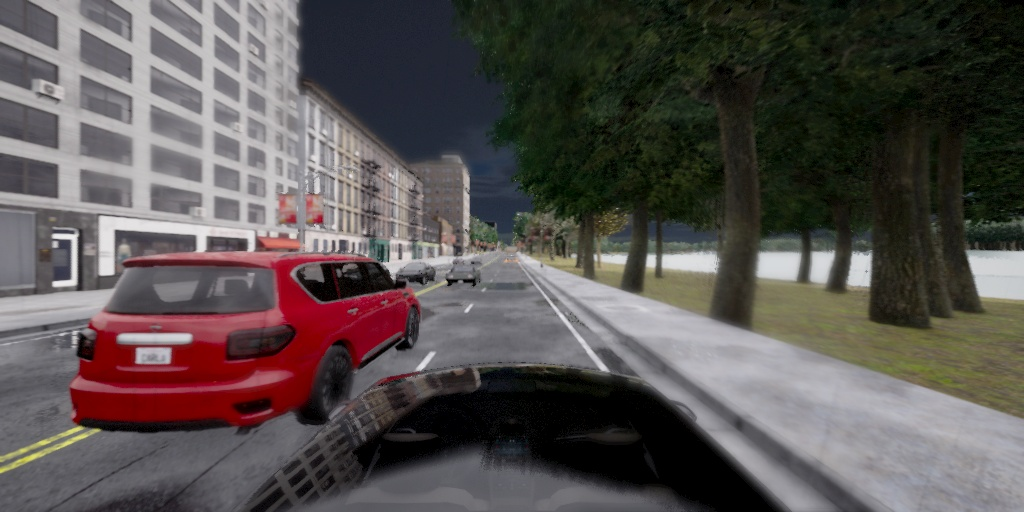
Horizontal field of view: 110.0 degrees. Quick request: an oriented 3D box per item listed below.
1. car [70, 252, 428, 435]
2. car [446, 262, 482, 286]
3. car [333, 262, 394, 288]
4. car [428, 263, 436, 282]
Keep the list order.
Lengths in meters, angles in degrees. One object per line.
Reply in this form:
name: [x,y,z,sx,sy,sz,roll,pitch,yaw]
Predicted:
car: [-3.150,0.965,5.838,2.150,2.045,5.566,0,0,0]
car: [-3.148,1.292,24.211,1.895,1.301,4.718,0,0,0]
car: [-9.845,1.182,24.316,2.128,1.511,4.902,0,0,0]
car: [-6.595,1.167,24.966,1.882,1.535,5.008,0,0,0]
